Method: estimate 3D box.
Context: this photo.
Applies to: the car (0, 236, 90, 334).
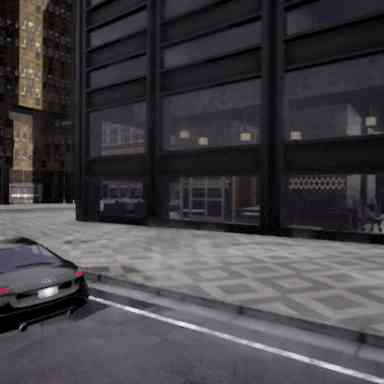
[{"bbox_3d":[-3.932,1.578,6.491,4.181,1.385,1.994,0,0,36],"label":"car"}]
